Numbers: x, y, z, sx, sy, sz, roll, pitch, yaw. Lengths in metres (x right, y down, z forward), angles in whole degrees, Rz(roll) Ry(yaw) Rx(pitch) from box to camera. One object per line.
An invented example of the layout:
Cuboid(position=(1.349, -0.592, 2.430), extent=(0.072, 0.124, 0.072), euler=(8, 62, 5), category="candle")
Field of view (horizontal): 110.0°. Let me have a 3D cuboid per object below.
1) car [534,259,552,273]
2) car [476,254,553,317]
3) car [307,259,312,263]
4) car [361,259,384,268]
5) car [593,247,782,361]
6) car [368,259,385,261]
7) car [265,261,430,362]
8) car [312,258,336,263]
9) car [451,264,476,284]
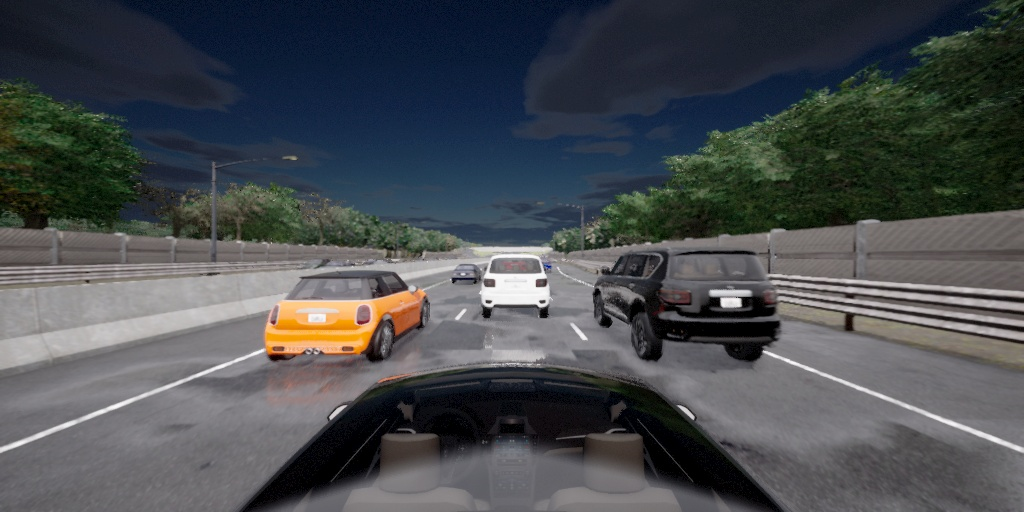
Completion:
Cuboid(position=(3.661, 1.107, 43.128), extent=(1.882, 1.535, 5.008), euler=(0, 0, 0), category="car")
Cuboid(position=(0.112, 0.968, 13.266), extent=(2.150, 2.045, 5.566), euler=(0, 0, 0), category="car")
Cuboid(position=(-20.958, 1.088, 38.622), extent=(2.097, 1.767, 4.553), euler=(0, 0, 1), category="car")
Cuboid(position=(-23.513, 1.289, 60.834), extent=(2.033, 1.411, 5.357), euler=(0, 0, -2), category="car")
Cuboid(position=(3.501, 0.846, 8.416), extent=(2.150, 2.045, 5.566), euler=(0, 0, 0), category="car")
Cuboid(position=(-13.962, 1.216, 38.358), extent=(1.882, 1.535, 5.008), euler=(0, 0, 1), category="car")
Cuboid(position=(-3.395, 1.099, 8.376), extent=(2.097, 1.767, 4.553), euler=(0, 0, 0), category="car")
Cuboid(position=(-17.478, 1.231, 36.081), extent=(2.128, 1.511, 4.902), euler=(0, 0, 1), category="car")
Cuboid(position=(-3.341, 1.290, 27.071), extent=(2.033, 1.411, 5.357), euler=(0, 0, 0), category="car")
